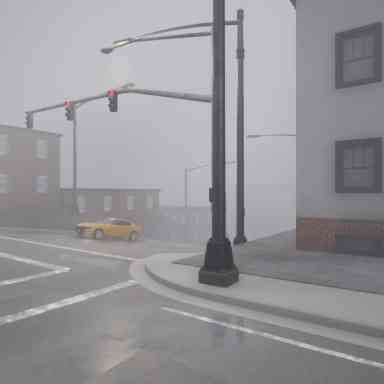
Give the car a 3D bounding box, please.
[{"bbox_3d":[-5.672,2.536,23.093,1.882,1.535,5.008,0,-9,37],"label":"car"}]
